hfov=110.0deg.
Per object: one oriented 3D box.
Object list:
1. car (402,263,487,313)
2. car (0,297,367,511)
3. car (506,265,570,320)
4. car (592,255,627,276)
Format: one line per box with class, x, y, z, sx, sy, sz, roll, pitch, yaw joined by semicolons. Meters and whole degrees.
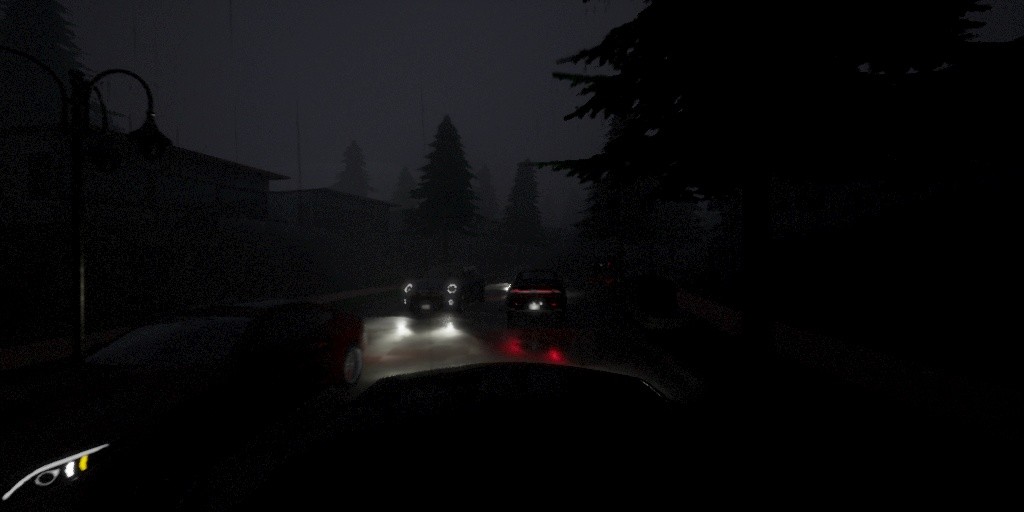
car;-2.453;1.093;14.037;2.097;1.767;4.553;0;0;10
car;-3.369;1.283;4.242;1.812;1.442;4.674;0;0;2
car;0.960;1.223;12.521;2.128;1.511;4.902;0;0;8
car;9.707;0.895;35.553;2.150;2.045;5.566;0;0;32
